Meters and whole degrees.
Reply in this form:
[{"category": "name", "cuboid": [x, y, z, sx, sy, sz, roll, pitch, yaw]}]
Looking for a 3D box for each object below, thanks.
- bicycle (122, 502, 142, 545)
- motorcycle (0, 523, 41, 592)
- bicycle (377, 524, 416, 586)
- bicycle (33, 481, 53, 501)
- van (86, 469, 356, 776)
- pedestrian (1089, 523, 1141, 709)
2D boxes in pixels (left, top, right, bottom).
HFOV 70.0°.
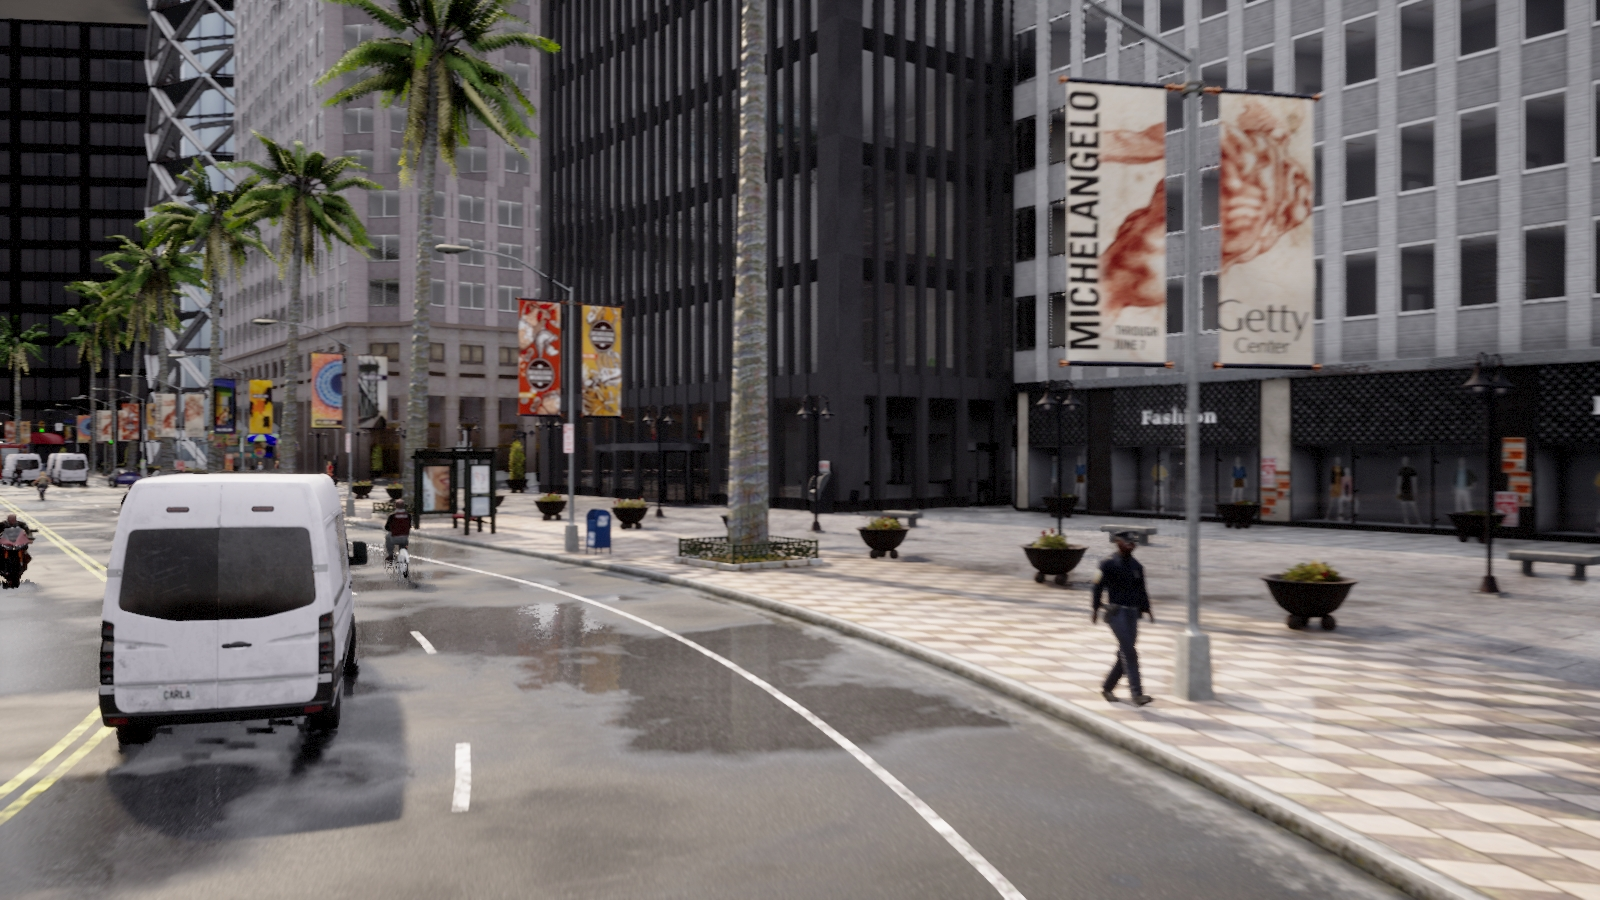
[{"category": "bicycle", "cuboid": [-20.371, 2.224, 34.807, 0.329, 1.171, 1.835, 0, 0, -37]}, {"category": "motorcycle", "cuboid": [-16.460, 2.216, 23.880, 0.867, 1.251, 2.209, 0, 0, -37]}, {"category": "bicycle", "cuboid": [-8.621, 2.216, 24.373, 0.329, 1.171, 1.835, 0, 0, -34]}, {"category": "bicycle", "cuboid": [-42.473, 2.286, 64.084, 0.859, 1.080, 1.487, 0, 0, -38]}, {"category": "van", "cuboid": [-6.195, 1.539, 12.959, 1.988, 2.561, 5.915, 0, 0, -20]}, {"category": "pedestrian", "cuboid": [3.246, 1.696, 11.798, 0.375, 1.860, 0.375, 0, 0, -17]}]
